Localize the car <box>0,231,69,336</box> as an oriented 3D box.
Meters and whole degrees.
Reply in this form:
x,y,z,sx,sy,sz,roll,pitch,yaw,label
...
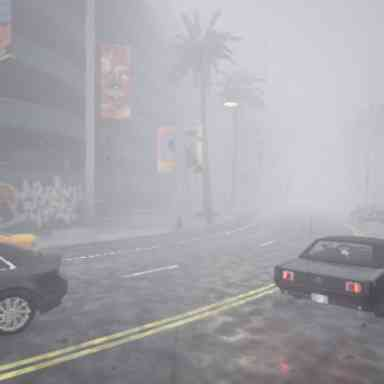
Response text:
x,y,z,sx,sy,sz,roll,pitch,yaw,label
-4.536,1.569,5.232,4.892,1.490,1.837,0,0,-36,car

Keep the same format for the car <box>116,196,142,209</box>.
x,y,z,sx,sy,sz,roll,pitch,yaw,label
-9.309,1.543,49.285,2.435,2.045,5.566,0,-1,15,car

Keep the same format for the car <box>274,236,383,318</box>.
x,y,z,sx,sy,sz,roll,pitch,yaw,label
3.875,1.673,7.694,1.895,1.301,4.718,-1,-1,44,car

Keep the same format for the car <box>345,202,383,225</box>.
x,y,z,sx,sy,sz,roll,pitch,yaw,label
14.026,1.791,26.668,2.033,1.411,5.357,0,-1,16,car

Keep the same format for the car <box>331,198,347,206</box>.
x,y,z,sx,sy,sz,roll,pitch,yaw,label
33.875,2.055,76.013,2.185,1.767,4.553,0,-1,15,car

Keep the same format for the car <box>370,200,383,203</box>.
x,y,z,sx,sy,sz,roll,pitch,yaw,label
26.354,1.911,47.617,2.231,1.521,4.892,0,-1,15,car

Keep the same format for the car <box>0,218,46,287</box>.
x,y,z,sx,sy,sz,roll,pitch,yaw,label
-6.472,1.574,8.114,5.008,1.535,1.882,0,0,-37,car
